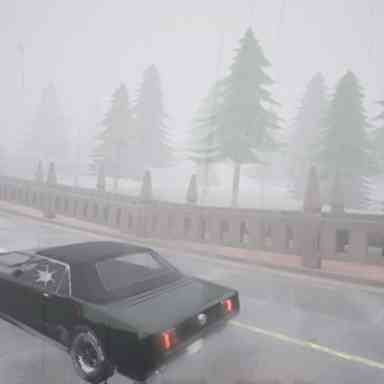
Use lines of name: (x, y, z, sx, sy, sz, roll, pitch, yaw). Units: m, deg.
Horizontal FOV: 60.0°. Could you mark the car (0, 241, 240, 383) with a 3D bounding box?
car: (-1.750, 1.456, 5.235, 4.718, 1.301, 1.895, 3, 2, 35)
